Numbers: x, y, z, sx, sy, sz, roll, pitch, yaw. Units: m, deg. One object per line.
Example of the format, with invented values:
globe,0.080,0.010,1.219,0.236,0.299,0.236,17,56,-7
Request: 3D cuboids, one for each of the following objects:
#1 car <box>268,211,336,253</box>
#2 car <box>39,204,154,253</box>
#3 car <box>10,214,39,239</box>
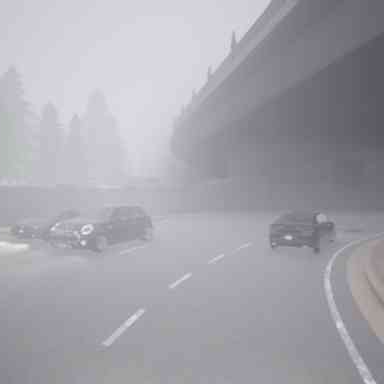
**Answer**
car,4.856,1.534,14.311,1.882,1.535,5.008,0,0,32
car,-3.529,1.309,13.693,2.097,1.767,4.553,1,0,27
car,-6.328,1.487,15.878,1.994,1.385,4.181,1,0,27
